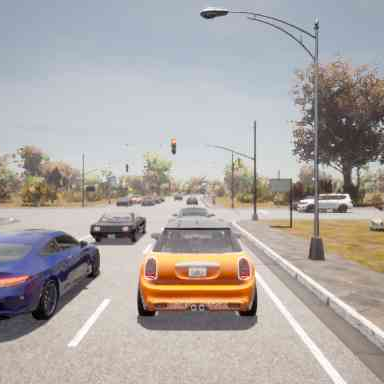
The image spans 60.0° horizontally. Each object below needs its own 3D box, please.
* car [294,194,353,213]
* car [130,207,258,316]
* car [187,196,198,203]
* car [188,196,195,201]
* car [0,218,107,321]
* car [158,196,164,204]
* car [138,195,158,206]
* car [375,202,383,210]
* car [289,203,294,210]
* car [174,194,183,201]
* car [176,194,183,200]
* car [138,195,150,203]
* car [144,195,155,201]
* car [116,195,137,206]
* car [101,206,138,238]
[{"bbox_3d":[14.436,1.221,36.127,5.566,2.045,2.150,0,0,3],"label":"car"},{"bbox_3d":[0.094,1.352,7.659,2.097,1.767,4.553,0,0,0],"label":"car"},{"bbox_3d":[0.042,1.564,61.600,1.994,1.385,4.181,0,0,0],"label":"car"},{"bbox_3d":[-0.065,1.595,86.880,1.895,1.301,4.718,0,0,0],"label":"car"},{"bbox_3d":[-3.406,1.526,7.191,1.812,1.442,4.674,0,0,0],"label":"car"},{"bbox_3d":[-7.103,1.477,63.838,1.882,1.535,5.008,0,0,0],"label":"car"},{"bbox_3d":[-7.125,1.505,54.360,1.837,1.490,4.892,0,0,1],"label":"car"},{"bbox_3d":[23.932,1.553,39.132,4.181,1.385,1.994,0,0,3],"label":"car"},{"bbox_3d":[14.052,1.504,39.655,4.892,1.490,1.837,0,0,3],"label":"car"},{"bbox_3d":[-3.567,1.492,84.628,1.837,1.490,4.892,0,0,0],"label":"car"},{"bbox_3d":[-3.535,1.374,95.036,1.812,1.442,4.674,0,0,1],"label":"car"},{"bbox_3d":[-10.561,1.478,72.863,1.882,1.535,5.008,0,0,0],"label":"car"},{"bbox_3d":[-10.568,1.525,83.199,2.128,1.511,4.902,0,0,0],"label":"car"},{"bbox_3d":[-10.643,1.547,53.164,2.033,1.411,5.357,0,0,1],"label":"car"},{"bbox_3d":[-3.414,1.601,16.349,1.895,1.301,4.718,0,0,0],"label":"car"}]
